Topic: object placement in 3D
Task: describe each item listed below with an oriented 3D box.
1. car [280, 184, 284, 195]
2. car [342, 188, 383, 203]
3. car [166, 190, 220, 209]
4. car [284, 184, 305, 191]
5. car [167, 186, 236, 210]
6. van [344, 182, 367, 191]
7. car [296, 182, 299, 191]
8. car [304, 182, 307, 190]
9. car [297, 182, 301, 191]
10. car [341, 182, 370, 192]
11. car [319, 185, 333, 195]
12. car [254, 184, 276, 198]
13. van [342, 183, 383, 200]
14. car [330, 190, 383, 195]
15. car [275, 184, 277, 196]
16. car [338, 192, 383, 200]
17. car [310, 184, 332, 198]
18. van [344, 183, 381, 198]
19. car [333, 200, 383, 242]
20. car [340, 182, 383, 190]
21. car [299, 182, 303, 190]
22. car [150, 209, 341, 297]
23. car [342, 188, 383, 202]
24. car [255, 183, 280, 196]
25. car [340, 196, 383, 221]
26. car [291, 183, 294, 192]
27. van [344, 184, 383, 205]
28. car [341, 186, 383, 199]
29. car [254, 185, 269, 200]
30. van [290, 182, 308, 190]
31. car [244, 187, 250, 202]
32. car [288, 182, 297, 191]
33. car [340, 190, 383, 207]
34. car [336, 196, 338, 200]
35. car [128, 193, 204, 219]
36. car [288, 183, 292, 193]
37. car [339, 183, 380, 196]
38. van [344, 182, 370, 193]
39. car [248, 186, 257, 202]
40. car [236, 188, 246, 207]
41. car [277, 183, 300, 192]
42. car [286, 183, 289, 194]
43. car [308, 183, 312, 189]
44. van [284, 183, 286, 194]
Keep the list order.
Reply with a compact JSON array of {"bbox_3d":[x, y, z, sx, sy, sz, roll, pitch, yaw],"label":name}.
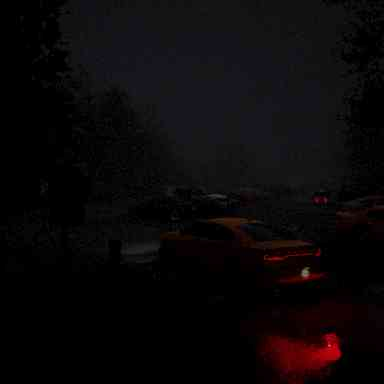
[{"bbox_3d":[10.767,-0.102,49.787,4.792,1.488,2.163,1,2,25],"label":"car"},{"bbox_3d":[19.224,0.379,36.854,4.792,1.488,2.163,1,3,25],"label":"car"},{"bbox_3d":[-0.813,0.917,24.589,5.008,1.535,2.097,1,3,25],"label":"car"},{"bbox_3d":[24.618,-1.132,80.068,4.674,1.452,2.002,1,2,25],"label":"car"},{"bbox_3d":[0.363,0.555,27.090,5.566,2.045,2.435,1,3,25],"label":"car"},{"bbox_3d":[36.608,-1.193,74.555,4.442,1.987,1.878,1,2,25],"label":"van"},{"bbox_3d":[17.684,-0.651,64.931,4.892,1.521,2.231,1,2,25],"label":"car"},{"bbox_3d":[23.455,-1.086,77.548,5.008,1.535,2.097,1,2,25],"label":"car"},{"bbox_3d":[18.829,-0.738,67.458,4.892,1.521,2.231,1,2,25],"label":"car"},{"bbox_3d":[35.322,-1.134,72.098,5.566,2.045,2.435,1,2,25],"label":"car"},{"bbox_3d":[22.804,-0.358,56.582,1.882,1.535,5.008,1,2,25],"label":"car"},{"bbox_3d":[7.443,0.149,42.162,5.366,1.575,1.946,1,3,25],"label":"car"},{"bbox_3d":[21.345,-0.064,41.800,4.442,1.987,1.878,1,2,24],"label":"van"},{"bbox_3d":[13.209,0.893,24.250,5.366,1.575,1.946,1,3,25],"label":"car"},{"bbox_3d":[8.422,0.051,44.756,4.892,1.521,2.231,1,3,25],"label":"car"},{"bbox_3d":[9.997,1.100,16.720,4.553,1.767,2.185,1,3,25],"label":"car"},{"bbox_3d":[18.515,-0.022,47.227,2.128,1.511,4.902,1,2,25],"label":"car"},{"bbox_3d":[23.864,-0.237,46.755,4.442,1.987,1.878,1,2,25],"label":"van"},{"bbox_3d":[8.810,1.336,14.223,5.008,1.535,2.097,1,3,25],"label":"car"},{"bbox_3d":[15.711,0.427,29.182,5.566,2.045,2.435,1,3,25],"label":"car"},{"bbox_3d":[19.822,-0.831,70.055,5.366,1.575,1.946,1,2,25],"label":"car"},{"bbox_3d":[0.892,1.389,8.476,1.882,1.535,5.008,2,-1,-31],"label":"car"},{"bbox_3d":[20.324,0.285,39.252,4.792,1.488,2.163,1,2,25],"label":"car"},{"bbox_3d":[9.614,-0.167,47.261,4.553,1.767,2.185,1,2,25],"label":"car"},{"bbox_3d":[12.222,1.049,21.660,4.674,1.452,2.002,1,3,25],"label":"car"},{"bbox_3d":[15.339,-0.449,59.902,4.792,1.488,2.163,1,2,25],"label":"car"},{"bbox_3d":[18.150,0.230,34.290,4.442,1.987,1.878,1,3,25],"label":"van"},{"bbox_3d":[22.609,0.073,44.292,5.008,1.535,2.097,1,2,25],"label":"car"},{"bbox_3d":[6.001,0.243,39.907,5.366,1.575,1.946,1,3,25],"label":"car"},{"bbox_3d":[29.128,-1.672,90.186,4.442,1.987,1.878,1,1,25],"label":"van"},{"bbox_3d":[2.657,0.585,32.153,4.892,1.521,2.231,1,3,25],"label":"car"},{"bbox_3d":[16.353,-0.571,62.488,5.366,1.575,1.946,1,2,25],"label":"car"},{"bbox_3d":[16.813,0.596,31.733,4.792,1.488,2.163,1,3,25],"label":"car"},{"bbox_3d":[11.044,1.149,19.154,4.792,1.488,2.163,1,3,25],"label":"car"},{"bbox_3d":[-2.001,1.057,22.083,4.792,1.488,2.163,1,3,25],"label":"car"},{"bbox_3d":[14.183,-0.363,57.379,4.792,1.488,2.163,1,2,25],"label":"car"},{"bbox_3d":[26.040,-0.438,51.847,5.566,2.045,2.435,1,2,25],"label":"car"},{"bbox_3d":[31.993,-0.847,64.488,4.442,1.987,1.878,1,2,25],"label":"van"},{"bbox_3d":[3.638,0.467,34.754,5.366,1.575,1.946,1,3,25],"label":"car"},{"bbox_3d":[1.663,0.695,29.557,5.366,1.575,1.946,1,3,25],"label":"car"},{"bbox_3d":[21.119,-1.038,72.509,4.553,1.767,2.185,1,2,25],"label":"car"},{"bbox_3d":[13.026,-0.276,54.857,4.792,1.488,2.163,1,2,25],"label":"car"},{"bbox_3d":[26.955,-1.596,85.092,5.566,2.045,2.435,1,2,25],"label":"car"},{"bbox_3d":[12.003,-0.442,52.265,4.442,1.987,1.878,1,2,25],"label":"van"}]
